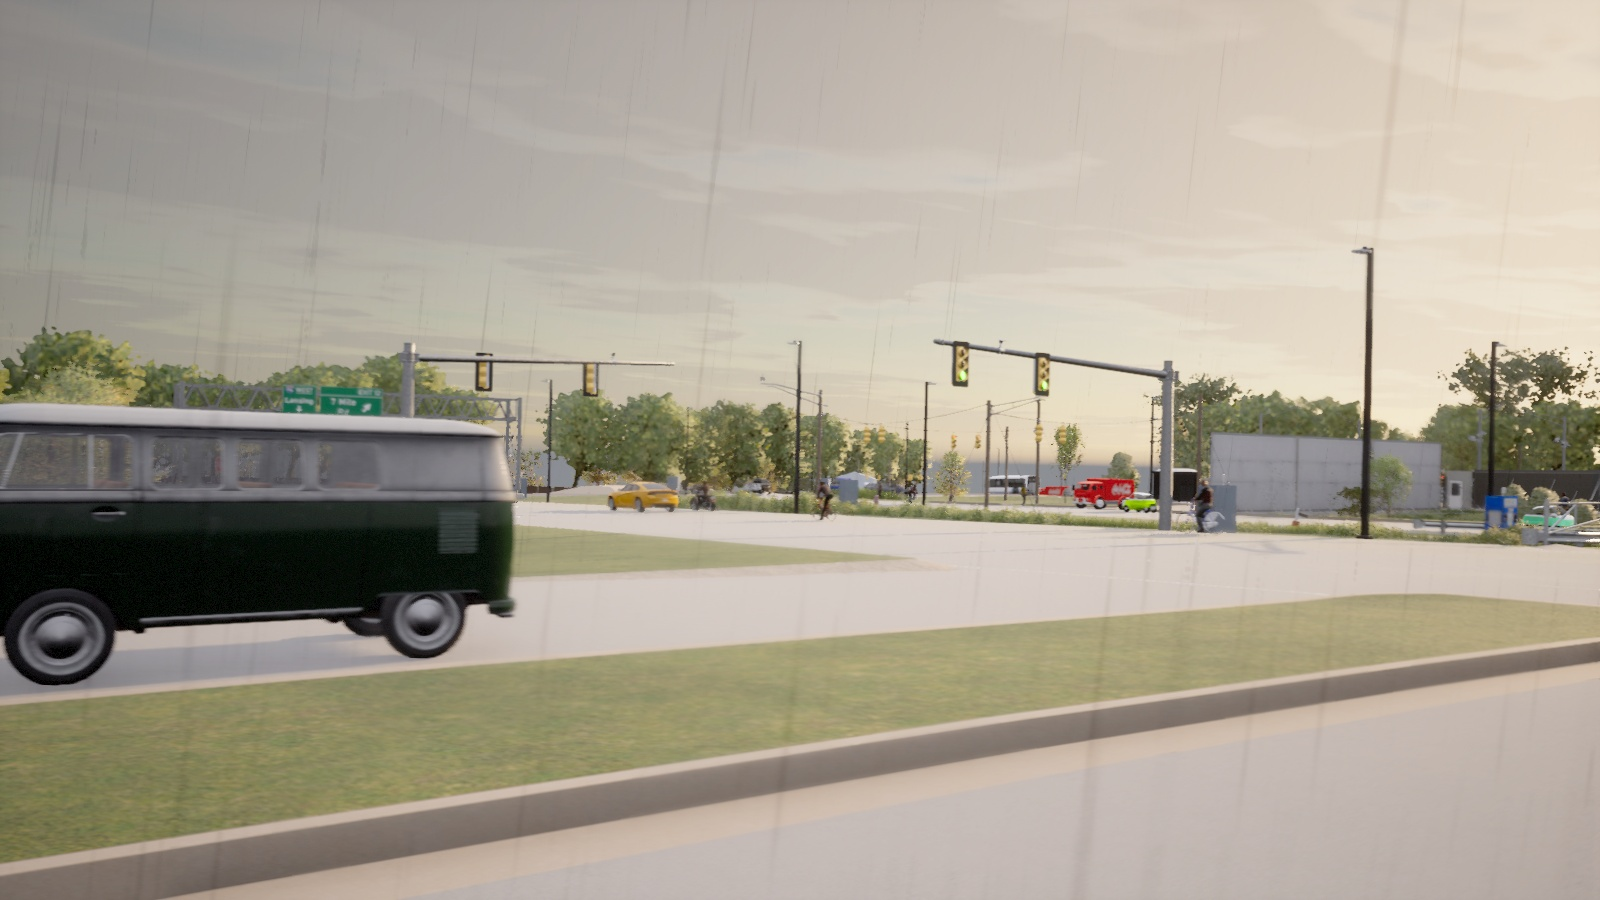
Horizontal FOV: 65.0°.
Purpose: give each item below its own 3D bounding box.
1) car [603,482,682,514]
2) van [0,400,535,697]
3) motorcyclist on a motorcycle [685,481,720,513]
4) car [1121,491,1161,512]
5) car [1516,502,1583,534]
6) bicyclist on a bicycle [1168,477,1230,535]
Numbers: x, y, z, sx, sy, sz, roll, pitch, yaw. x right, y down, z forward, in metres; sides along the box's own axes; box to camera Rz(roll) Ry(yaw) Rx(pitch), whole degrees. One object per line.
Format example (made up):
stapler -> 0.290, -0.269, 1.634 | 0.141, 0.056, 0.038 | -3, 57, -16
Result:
car -> -8.059, 2.398, 63.740 | 1.882, 1.535, 5.008 | 1, -2, -34
van -> -4.570, 0.692, 10.017 | 4.442, 1.987, 1.775 | 1, -1, -34
motorcyclist on a motorcycle -> -5.116, 2.431, 65.637 | 0.766, 1.649, 2.350 | 1, -2, -34
car -> 23.238, 3.483, 85.693 | 1.481, 1.376, 2.207 | 1, -1, -34
car -> 34.114, 3.066, 57.162 | 1.481, 1.376, 2.207 | 1, -2, -34
bicyclist on a bicycle -> 12.631, 1.761, 39.793 | 0.659, 1.776, 1.843 | 1, -2, -34
